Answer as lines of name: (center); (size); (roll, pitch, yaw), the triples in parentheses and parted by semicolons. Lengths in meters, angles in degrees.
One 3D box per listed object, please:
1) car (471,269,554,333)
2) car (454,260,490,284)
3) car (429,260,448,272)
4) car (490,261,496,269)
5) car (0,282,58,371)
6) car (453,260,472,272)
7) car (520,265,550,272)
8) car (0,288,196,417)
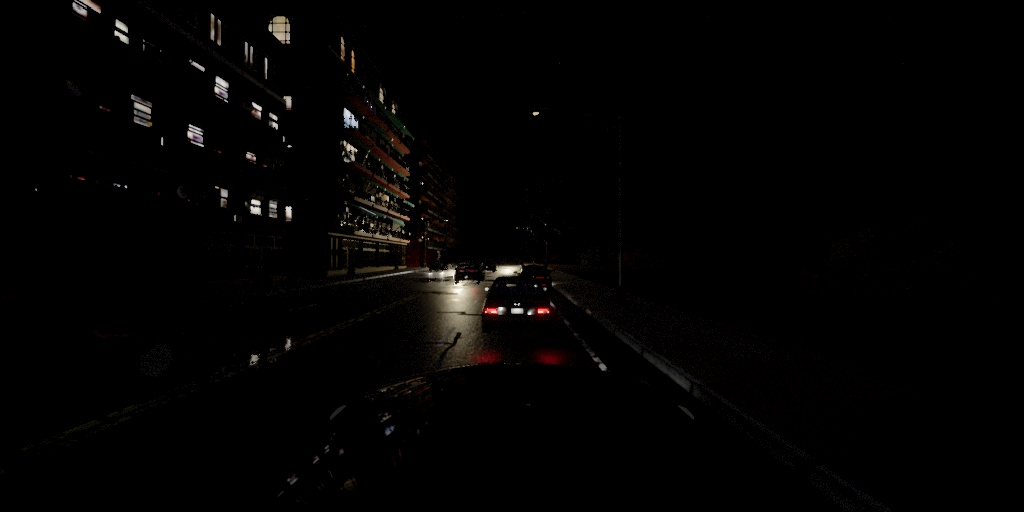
car: (0.119, 1.299, 10.679); (2.033, 1.411, 5.357); (0, 0, 0)
car: (-3.102, 1.243, 26.917); (2.128, 1.511, 4.902); (0, 0, 0)
car: (-9.750, 1.279, 47.638); (1.812, 1.442, 4.674); (0, 0, 0)
car: (-3.067, 1.317, 45.860); (1.994, 1.385, 4.181); (0, 0, 0)
car: (-9.844, 1.255, 4.597); (1.837, 1.490, 4.892); (0, 0, 0)
car: (-6.512, 1.258, 47.538); (1.837, 1.490, 4.892); (0, 0, 0)
car: (1.173, 1.258, 20.368); (1.837, 1.490, 4.892); (0, 0, 0)
car: (-6.594, 1.228, 4.271); (1.882, 1.535, 5.008); (0, 0, 0)
